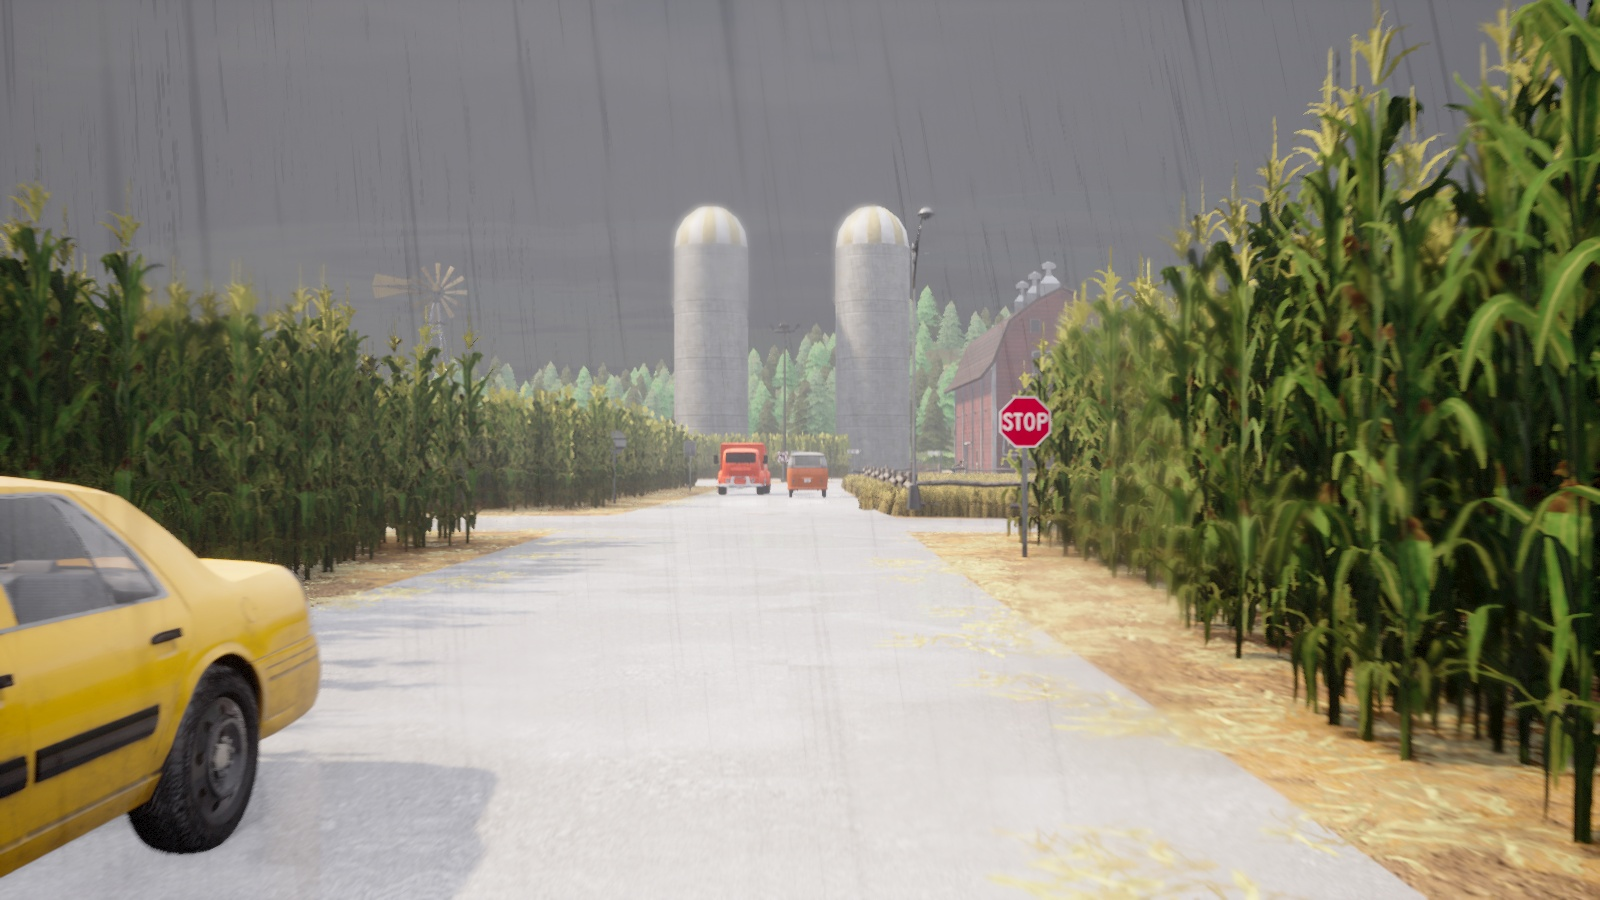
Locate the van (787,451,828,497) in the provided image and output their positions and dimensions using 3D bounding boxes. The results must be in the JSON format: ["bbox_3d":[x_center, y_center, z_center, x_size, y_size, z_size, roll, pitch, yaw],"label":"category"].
[{"bbox_3d":[0.332,1.061,55.882,1.775,1.987,4.442,0,-1,0],"label":"van"}]

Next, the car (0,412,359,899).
[{"bbox_3d":[-3.065,0.684,3.437,1.801,1.575,5.366,0,0,0],"label":"car"}]

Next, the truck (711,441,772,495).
[{"bbox_3d":[-2.743,0.871,60.161,2.627,2.467,5.204,0,-1,0],"label":"truck"}]
